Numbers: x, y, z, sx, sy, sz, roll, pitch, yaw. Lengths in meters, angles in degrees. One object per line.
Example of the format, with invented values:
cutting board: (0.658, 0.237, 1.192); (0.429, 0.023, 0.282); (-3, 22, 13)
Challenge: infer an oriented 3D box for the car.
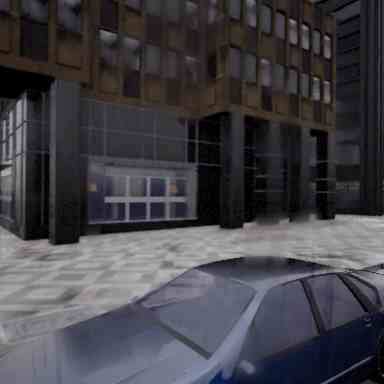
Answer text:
car: (0.701, 1.541, 3.835); (5.357, 1.411, 2.033); (0, 0, -35)
